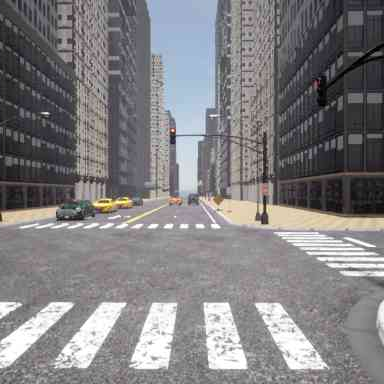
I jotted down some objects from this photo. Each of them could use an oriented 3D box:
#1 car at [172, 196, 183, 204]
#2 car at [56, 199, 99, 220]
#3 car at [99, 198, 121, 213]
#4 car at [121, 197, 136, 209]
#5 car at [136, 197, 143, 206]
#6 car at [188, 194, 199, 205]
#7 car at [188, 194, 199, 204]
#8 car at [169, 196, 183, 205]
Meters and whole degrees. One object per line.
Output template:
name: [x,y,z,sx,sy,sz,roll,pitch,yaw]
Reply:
car: [-2.978,1.633,70.104,2.128,1.511,4.902,0,0,0]
car: [-9.769,1.374,28.208,2.097,1.767,4.553,0,0,0]
car: [-9.745,1.516,37.395,1.882,1.535,5.008,0,0,0]
car: [-9.712,1.538,47.077,1.882,1.535,5.008,0,0,0]
car: [-9.641,1.640,57.725,2.033,1.411,5.357,0,0,1]
car: [0.272,1.606,60.127,1.837,1.490,4.892,0,0,0]
car: [0.274,1.361,70.335,2.150,2.045,5.566,0,0,0]
car: [-2.978,1.452,59.916,2.097,1.767,4.553,0,0,0]
